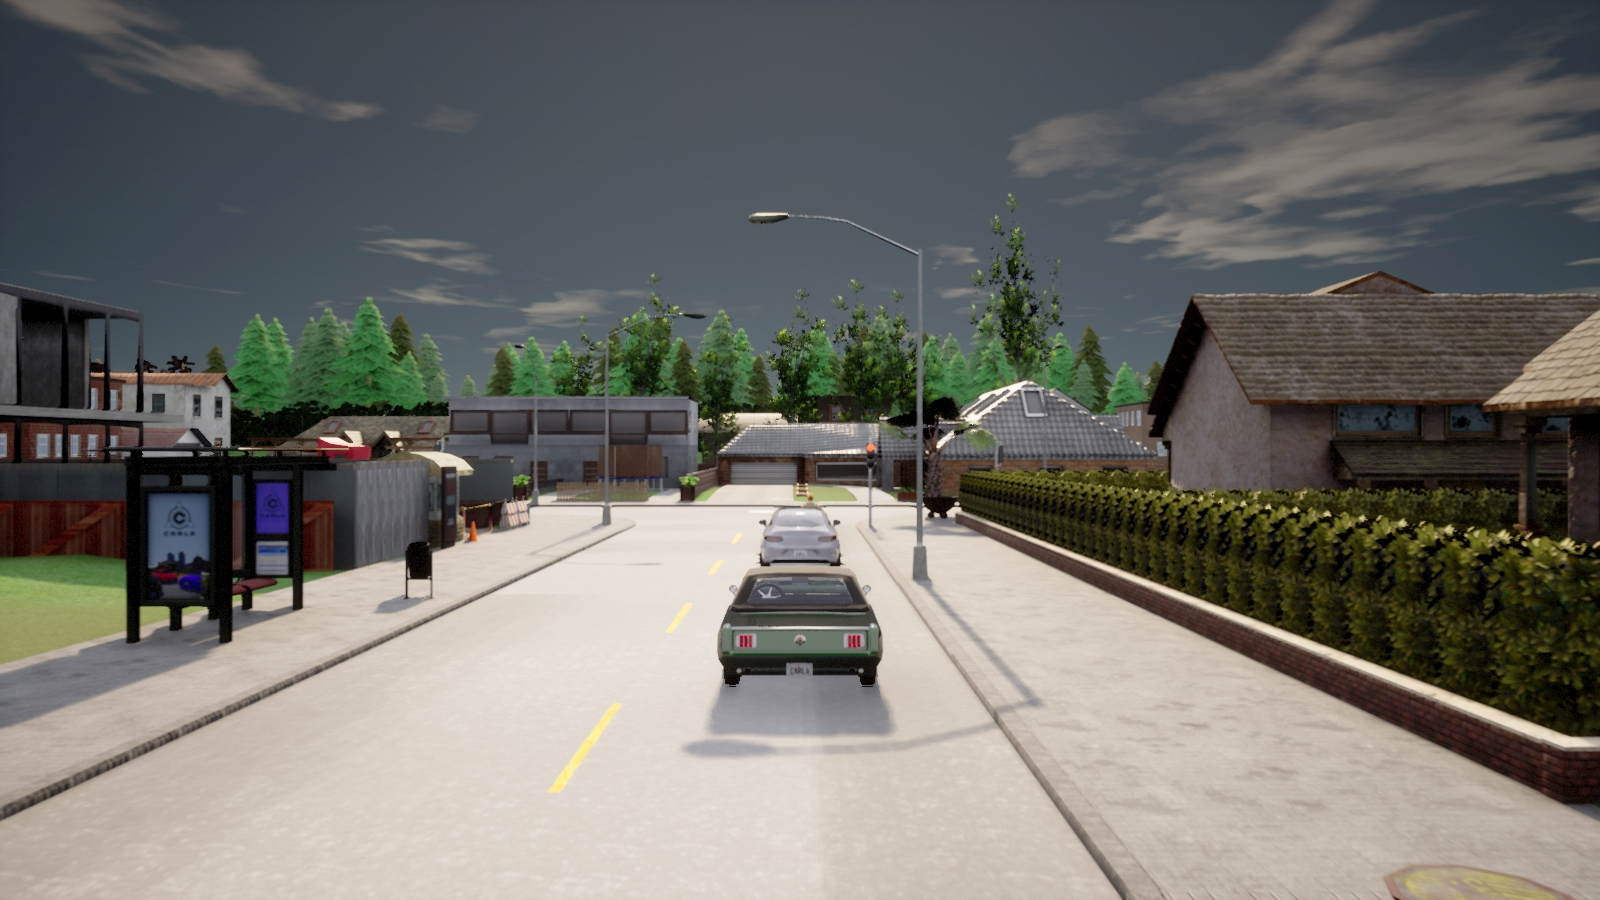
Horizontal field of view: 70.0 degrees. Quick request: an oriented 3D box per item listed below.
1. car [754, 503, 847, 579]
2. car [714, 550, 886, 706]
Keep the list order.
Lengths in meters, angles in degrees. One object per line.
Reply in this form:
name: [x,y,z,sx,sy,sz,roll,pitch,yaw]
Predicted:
car: [-0.001,2.083,27.162,2.002,1.442,4.674,0,0,0]
car: [0.001,2.156,14.900,1.895,1.301,4.718,0,0,0]
